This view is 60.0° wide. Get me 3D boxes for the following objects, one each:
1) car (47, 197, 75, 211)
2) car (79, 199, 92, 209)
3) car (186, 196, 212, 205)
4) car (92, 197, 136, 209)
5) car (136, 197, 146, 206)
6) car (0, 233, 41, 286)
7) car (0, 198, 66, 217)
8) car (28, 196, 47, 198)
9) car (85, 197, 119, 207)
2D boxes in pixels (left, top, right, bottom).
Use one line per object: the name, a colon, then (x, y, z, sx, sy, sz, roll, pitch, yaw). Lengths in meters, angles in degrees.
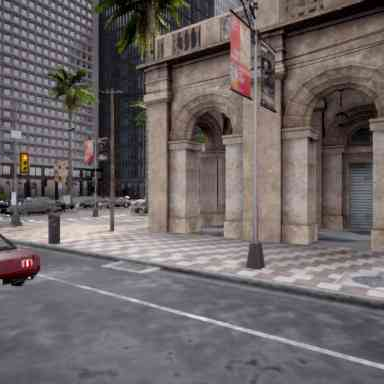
car: (-15.728, 1.601, 37.415, 1.895, 1.301, 4.718, 0, 0, 36)
car: (-13.195, 1.547, 46.914, 2.033, 1.411, 5.357, 0, 0, 36)
car: (1.352, 1.547, 61.023, 2.033, 1.411, 5.357, 0, 0, 36)
car: (-10.423, 1.491, 44.770, 2.128, 1.511, 4.902, 0, 0, 36)
car: (-7.478, 1.525, 54.818, 1.812, 1.442, 4.674, 0, 0, 36)
car: (-5.792, 1.601, 8.180, 4.718, 1.301, 1.895, 0, 0, 37)
car: (-15.276, 1.547, 31.717, 2.033, 1.411, 5.357, 0, 0, 36)
car: (-18.733, 1.352, 39.233, 2.097, 1.767, 4.553, 0, 0, 36)
car: (-13.870, 1.513, 51.260, 2.161, 1.482, 4.786, 0, 0, 35)
